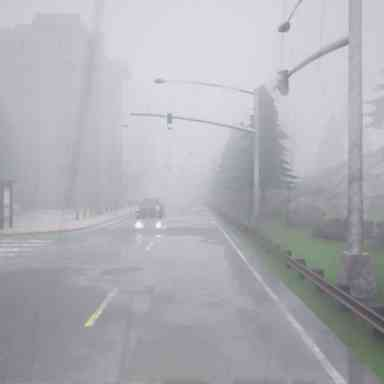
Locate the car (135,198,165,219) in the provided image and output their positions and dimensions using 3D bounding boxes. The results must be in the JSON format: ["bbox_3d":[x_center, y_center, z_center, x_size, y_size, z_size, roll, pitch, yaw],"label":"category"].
[{"bbox_3d":[-3.488,1.322,28.289,2.097,1.767,4.553,0,0,0],"label":"car"}]
